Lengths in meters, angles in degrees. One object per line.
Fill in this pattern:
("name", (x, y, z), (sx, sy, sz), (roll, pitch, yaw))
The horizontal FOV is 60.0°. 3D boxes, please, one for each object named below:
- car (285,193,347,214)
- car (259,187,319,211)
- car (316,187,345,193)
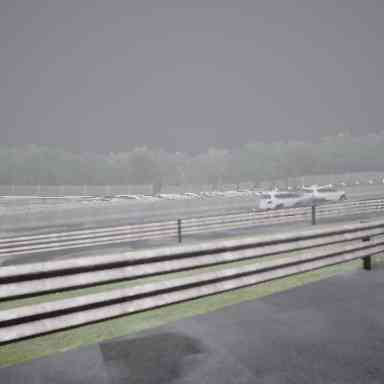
("car", (11.301, 1.228, 30.055), (4.892, 1.490, 1.837), (-4, 2, -22))
("car", (9.321, 0.955, 33.030), (5.566, 2.045, 2.150), (-4, 2, -22))
("car", (15.664, 0.393, 39.331), (5.566, 2.045, 2.150), (-4, 2, -22))
